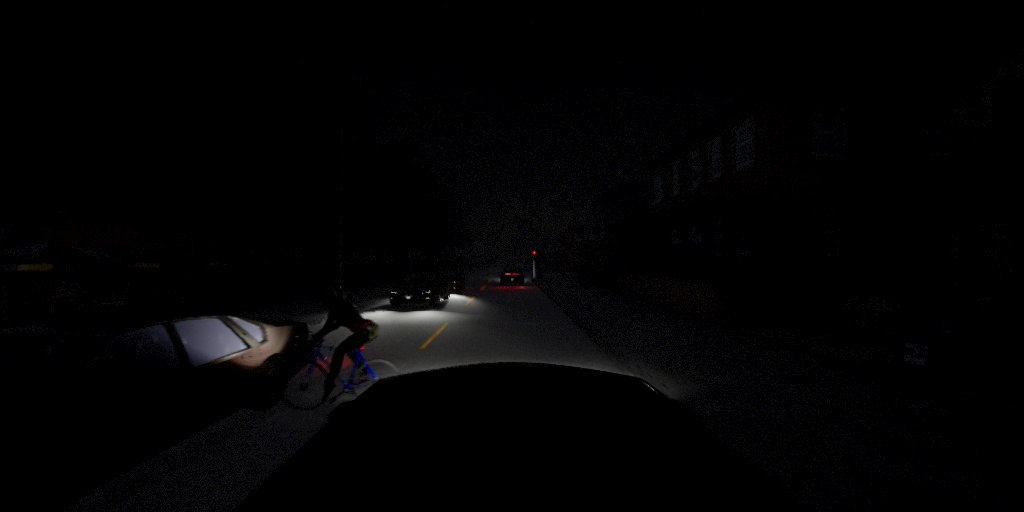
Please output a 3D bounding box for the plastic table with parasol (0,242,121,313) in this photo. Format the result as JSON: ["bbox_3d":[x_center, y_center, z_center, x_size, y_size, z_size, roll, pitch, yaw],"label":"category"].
[{"bbox_3d":[-13.997,0.802,10.875,2.482,2.480,2.482,0,0,-40],"label":"plastic table with parasol"}]

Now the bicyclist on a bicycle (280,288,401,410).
[{"bbox_3d":[-2.267,1.242,4.750,1.656,1.620,0.582,-2,-1,0],"label":"bicyclist on a bicycle"}]

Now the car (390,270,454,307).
[{"bbox_3d":[-4.136,1.447,16.704,1.837,1.490,4.892,0,-1,0],"label":"car"}]

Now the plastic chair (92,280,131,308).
[{"bbox_3d":[-13.026,1.445,11.778,0.730,1.272,0.750,0,0,-35],"label":"plastic chair"}]

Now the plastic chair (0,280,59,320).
[{"bbox_3d":[-13.239,1.394,9.852,0.750,1.272,0.730,0,0,-39],"label":"plastic chair"}]

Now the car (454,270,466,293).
[{"bbox_3d":[-4.062,1.585,22.741,1.994,1.385,4.181,0,-1,0],"label":"car"}]

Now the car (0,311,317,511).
[{"bbox_3d":[-4.103,1.321,3.513,2.033,1.411,5.357,0,-1,0],"label":"car"}]

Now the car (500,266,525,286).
[{"bbox_3d":[0.018,1.592,29.396,2.128,1.511,4.902,0,-1,0],"label":"car"}]
